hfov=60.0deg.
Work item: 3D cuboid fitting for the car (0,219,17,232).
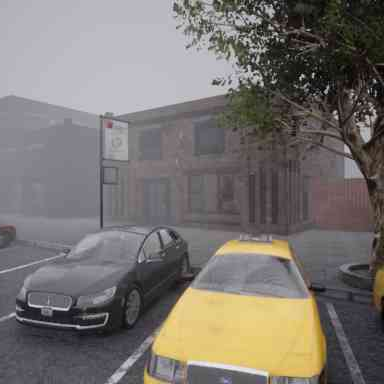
[{"bbox_3d":[-8.741,1.527,12.359,2.002,1.452,4.674,1,-1,16],"label":"car"}]

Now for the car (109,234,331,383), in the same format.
[{"bbox_3d":[0.962,1.480,5.186,1.946,1.575,5.366,1,-1,16],"label":"car"}]

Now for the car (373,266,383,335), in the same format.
[{"bbox_3d":[3.405,1.480,3.442,1.946,1.575,5.366,1,-1,16],"label":"car"}]

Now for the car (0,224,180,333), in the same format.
[{"bbox_3d":[-1.424,1.487,7.117,2.231,1.521,4.892,1,-1,16],"label":"car"}]
